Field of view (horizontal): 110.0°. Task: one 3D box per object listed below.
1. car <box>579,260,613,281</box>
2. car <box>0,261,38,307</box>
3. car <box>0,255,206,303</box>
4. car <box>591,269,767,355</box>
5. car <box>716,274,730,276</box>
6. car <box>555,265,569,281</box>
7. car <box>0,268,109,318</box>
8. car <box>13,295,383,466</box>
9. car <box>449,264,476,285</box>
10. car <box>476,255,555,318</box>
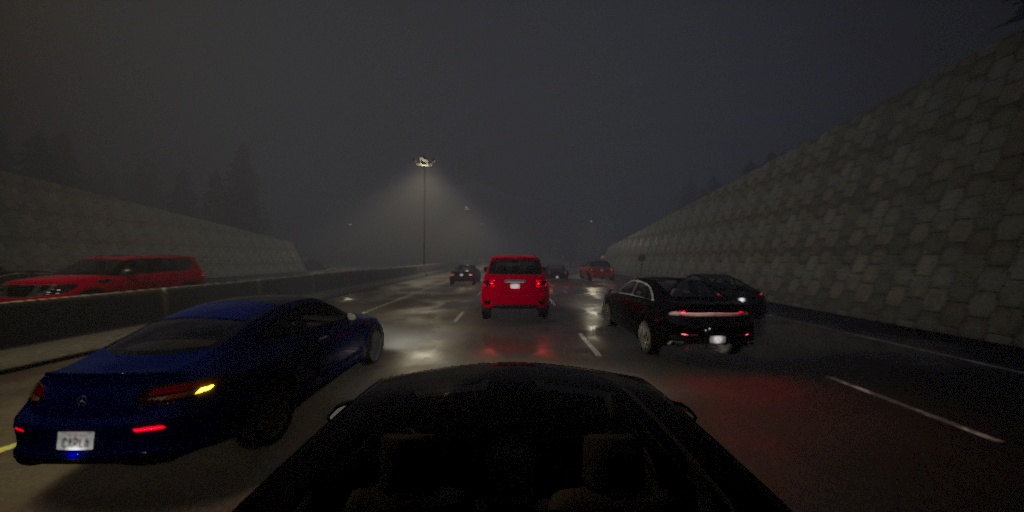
[{"bbox_3d":[7.097,1.130,30.439,2.097,1.767,4.553,0,0,0],"label":"car"},{"bbox_3d":[-21.084,1.113,12.866,2.097,1.767,4.553,0,0,0],"label":"car"},{"bbox_3d":[-14.087,0.981,12.910,2.150,2.045,5.566,0,0,0],"label":"car"},{"bbox_3d":[3.598,1.248,8.695,2.128,1.511,4.902,0,0,0],"label":"car"},{"bbox_3d":[7.099,1.325,13.085,1.994,1.385,4.181,0,0,0],"label":"car"},{"bbox_3d":[3.598,1.380,30.728,1.895,1.301,4.718,0,0,0],"label":"car"},{"bbox_3d":[-17.586,1.252,12.232,2.128,1.511,4.902,0,0,0],"label":"car"},{"bbox_3d":[-3.414,1.279,5.104,1.812,1.442,4.674,0,0,0],"label":"car"},{"bbox_3d":[-3.402,1.322,26.662,2.033,1.411,5.357,0,0,0],"label":"car"},{"bbox_3d":[0.111,0.983,13.223,2.150,2.045,5.566,0,0,0],"label":"car"}]
